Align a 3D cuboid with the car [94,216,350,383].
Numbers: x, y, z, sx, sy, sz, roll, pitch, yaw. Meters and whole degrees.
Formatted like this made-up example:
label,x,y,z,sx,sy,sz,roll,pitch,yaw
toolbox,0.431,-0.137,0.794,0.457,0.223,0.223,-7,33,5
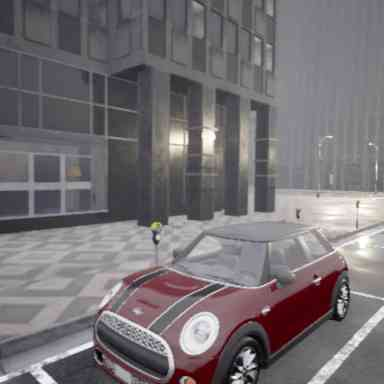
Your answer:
label,x,y,z,sx,sy,sz,roll,pitch,yaw
car,0.686,1.234,4.734,1.967,1.590,4.097,3,3,43
